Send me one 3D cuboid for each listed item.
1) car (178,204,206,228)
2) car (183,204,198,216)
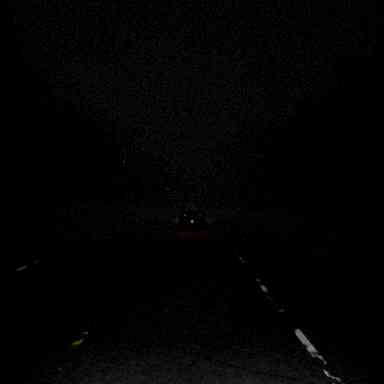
[{"bbox_3d":[0.002,1.806,24.558,2.128,1.511,4.902,0,-1,0],"label":"car"},{"bbox_3d":[-0.184,2.188,41.665,1.812,1.442,4.674,0,-2,-1],"label":"car"}]
